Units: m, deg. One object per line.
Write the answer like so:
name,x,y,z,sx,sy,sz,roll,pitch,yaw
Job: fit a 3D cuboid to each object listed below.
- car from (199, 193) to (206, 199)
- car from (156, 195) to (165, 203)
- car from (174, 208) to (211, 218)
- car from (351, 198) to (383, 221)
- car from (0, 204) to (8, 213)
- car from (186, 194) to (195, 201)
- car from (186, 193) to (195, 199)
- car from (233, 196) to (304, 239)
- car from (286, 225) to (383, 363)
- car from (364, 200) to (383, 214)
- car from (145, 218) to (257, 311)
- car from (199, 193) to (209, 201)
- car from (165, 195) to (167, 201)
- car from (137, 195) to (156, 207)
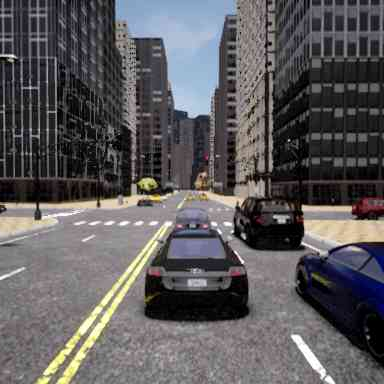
car,2.845,1.128,89.107,1.837,1.490,4.892,0,0,0
car,-6.833,1.343,63.661,1.882,1.535,5.008,0,0,0
car,0.023,1.516,17.043,2.033,1.411,5.357,0,0,0
car,16.075,1.484,27.960,5.009,1.841,2.192,1,1,1
car,-19.555,1.366,30.971,4.181,1.385,1.994,1,1,1
car,-0.357,1.295,78.676,1.882,1.535,5.008,0,0,0
car,-0.405,1.153,89.093,2.128,1.511,4.902,0,0,0
car,3.306,1.193,15.272,2.150,2.045,5.566,0,0,-2
car,3.334,1.554,5.852,1.994,1.385,4.181,0,0,-1
car,21.646,1.597,36.272,4.829,1.417,1.752,1,1,1
car,0.066,1.550,7.822,1.994,1.385,4.181,0,0,-1
car,2.893,1.295,78.690,1.882,1.535,5.008,0,0,0
car,-6.859,1.347,78.942,1.812,1.442,4.674,0,0,0
car,-6.810,1.466,48.452,1.994,1.385,4.181,0,0,0
